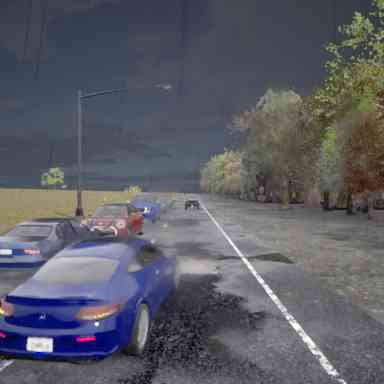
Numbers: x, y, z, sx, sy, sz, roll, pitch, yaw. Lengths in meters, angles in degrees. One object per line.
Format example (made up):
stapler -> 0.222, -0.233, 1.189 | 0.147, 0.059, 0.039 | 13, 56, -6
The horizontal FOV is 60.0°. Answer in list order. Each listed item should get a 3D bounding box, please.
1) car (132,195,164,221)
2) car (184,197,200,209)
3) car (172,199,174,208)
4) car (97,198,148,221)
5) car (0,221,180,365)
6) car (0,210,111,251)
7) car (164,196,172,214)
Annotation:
car -> -3.625, 1.223, 25.239 | 2.150, 2.045, 5.566 | 0, 0, -1
car -> 0.024, 1.500, 44.326 | 1.837, 1.490, 4.892 | 0, 0, 0
car -> -3.630, 1.347, 45.250 | 2.097, 1.767, 4.553 | 0, 0, 0
car -> -3.650, 1.354, 15.690 | 2.097, 1.767, 4.553 | 0, 0, 3
car -> -1.417, 1.526, 5.996 | 1.812, 1.442, 4.674 | 0, 0, 7
car -> -4.537, 1.549, 10.861 | 2.033, 1.411, 5.357 | 0, 0, 3
car -> -3.622, 1.351, 35.244 | 2.097, 1.767, 4.553 | 0, 0, 0
